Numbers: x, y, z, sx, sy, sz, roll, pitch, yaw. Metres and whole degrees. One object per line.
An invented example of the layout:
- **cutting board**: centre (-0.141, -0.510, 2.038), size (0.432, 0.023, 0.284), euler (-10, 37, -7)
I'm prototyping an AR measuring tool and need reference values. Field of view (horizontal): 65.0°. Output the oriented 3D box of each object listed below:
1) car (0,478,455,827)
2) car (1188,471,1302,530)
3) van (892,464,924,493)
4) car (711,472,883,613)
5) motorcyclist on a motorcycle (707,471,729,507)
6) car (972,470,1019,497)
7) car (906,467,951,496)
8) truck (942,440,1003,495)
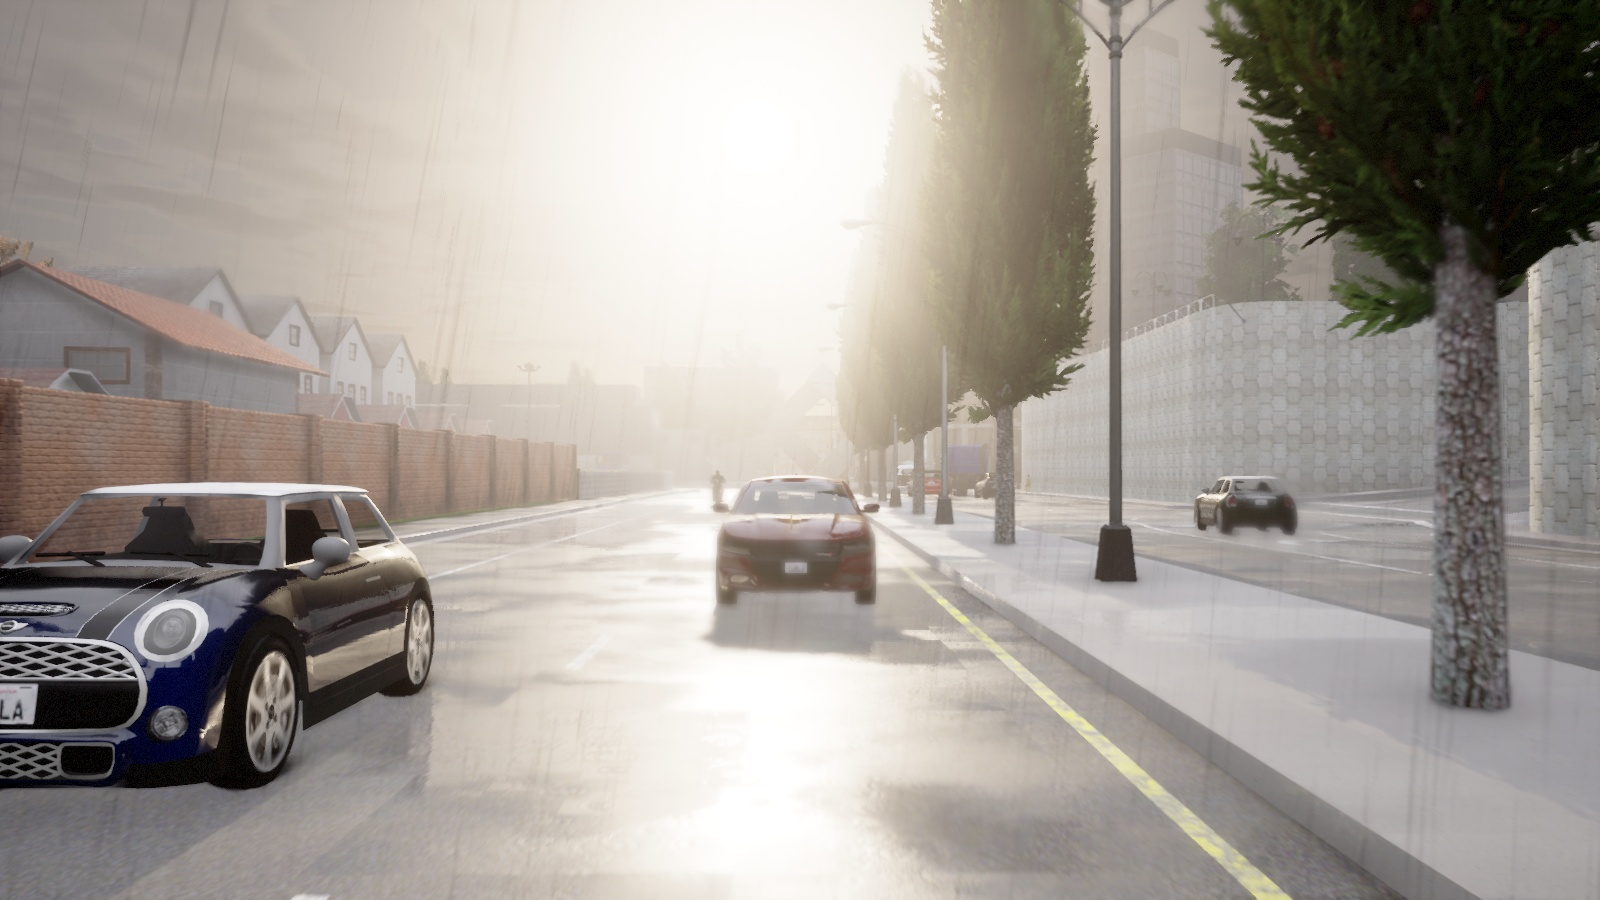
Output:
- **car**: centre (-3.518, 0.917, 7.317), size (1.970, 1.475, 3.806), euler (0, -1, 0)
- **car**: centre (11.676, 1.289, 33.220), size (1.970, 1.475, 3.806), euler (0, -1, 6)
- **van**: centre (7.872, 2.043, 91.733), size (2.069, 2.038, 4.480), euler (0, -1, 1)
- **car**: centre (-0.040, 1.066, 16.309), size (1.882, 1.535, 5.008), euler (0, -1, 0)
- **motorcyclist on a motorcycle**: centre (-3.636, 1.719, 55.910), size (0.866, 1.590, 1.817), euler (0, -1, 0)
- **car**: centre (11.324, 1.937, 72.939), size (2.007, 1.525, 4.514), euler (0, -1, 0)
- **car**: centre (7.813, 1.915, 76.920), size (2.242, 1.667, 4.611), euler (0, -1, 0)
- **truck**: centre (11.296, 1.176, 82.954), size (2.891, 3.462, 7.936), euler (0, -1, 0)
